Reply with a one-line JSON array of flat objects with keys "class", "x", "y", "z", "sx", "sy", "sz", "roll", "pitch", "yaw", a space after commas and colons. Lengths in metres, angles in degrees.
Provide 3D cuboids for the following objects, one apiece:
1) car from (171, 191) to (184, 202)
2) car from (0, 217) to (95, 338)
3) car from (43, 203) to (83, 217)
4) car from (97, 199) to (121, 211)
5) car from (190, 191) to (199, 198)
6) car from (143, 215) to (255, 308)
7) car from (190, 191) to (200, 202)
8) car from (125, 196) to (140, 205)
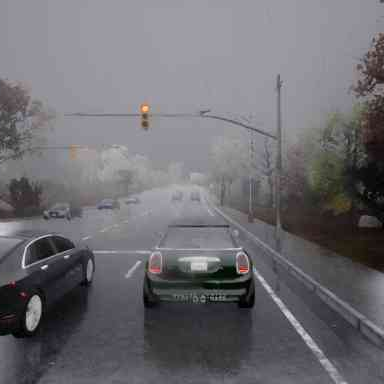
[{"class": "car", "x": -2.988, "y": 1.070, "z": 64.572, "sx": 2.033, "sy": 1.411, "sz": 5.357, "roll": 0, "pitch": 3, "yaw": 1}, {"class": "car", "x": -3.378, "y": 1.505, "z": 6.591, "sx": 1.837, "sy": 1.490, "sz": 4.892, "roll": 0, "pitch": 0, "yaw": 0}, {"class": "car", "x": -10.415, "y": 1.564, "z": 27.107, "sx": 1.994, "sy": 1.385, "sz": 4.181, "roll": 0, "pitch": 0, "yaw": 1}, {"class": "car", "x": -10.289, "y": 1.546, "z": 41.562, "sx": 2.033, "sy": 1.411, "sz": 5.357, "roll": 0, "pitch": 0, "yaw": 1}, {"class": "car", "x": 0.605, "y": 0.516, "z": 75.115, "sx": 2.033, "sy": 1.411, "sz": 5.357, "roll": 0, "pitch": 3, "yaw": 1}, {"class": "car", "x": 0.142, "y": 1.352, "z": 8.092, "sx": 2.097, "sy": 1.767, "sz": 4.553, "roll": 0, "pitch": 0, "yaw": 0}, {"class": "car", "x": 0.613, "y": 1.053, "z": 64.858, "sx": 2.033, "sy": 1.411, "sz": 5.357, "roll": 0, "pitch": 3, "yaw": 1}, {"class": "car", "x": -10.141, "y": 1.443, "z": 56.602, "sx": 1.994, "sy": 1.385, "sz": 4.181, "roll": 0, "pitch": 2, "yaw": 1}]
